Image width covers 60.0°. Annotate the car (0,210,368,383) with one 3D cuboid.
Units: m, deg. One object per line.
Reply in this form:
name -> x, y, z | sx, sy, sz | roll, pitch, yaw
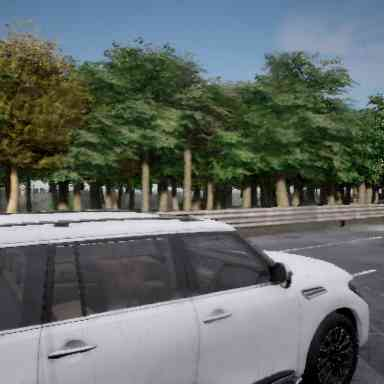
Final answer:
car -> -0.472, 1.219, 3.485 | 5.566, 2.045, 2.150 | 0, 0, -35
